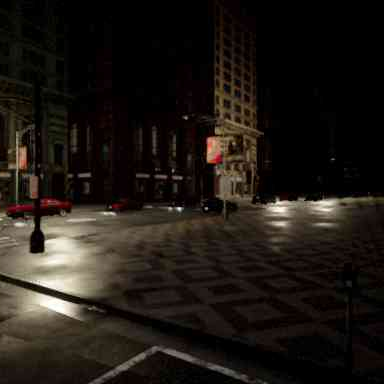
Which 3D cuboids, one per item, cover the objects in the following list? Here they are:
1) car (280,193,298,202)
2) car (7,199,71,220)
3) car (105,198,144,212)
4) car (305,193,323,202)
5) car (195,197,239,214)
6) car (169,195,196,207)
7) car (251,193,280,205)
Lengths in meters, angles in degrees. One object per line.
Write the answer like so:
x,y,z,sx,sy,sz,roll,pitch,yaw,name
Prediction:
16.127,0.846,55.661,1.882,1.535,5.008,0,1,35,car
-12.336,1.347,27.108,1.882,1.535,5.008,0,1,35,car
-6.955,1.315,34.647,1.994,1.385,4.181,0,1,36,car
20.553,0.896,56.098,1.994,1.385,4.181,0,1,35,car
2.609,1.248,30.926,1.812,1.442,4.674,0,1,35,car
-0.906,1.124,43.120,1.837,1.490,4.892,0,1,36,car
10.276,0.848,47.365,2.097,1.767,4.553,0,1,36,car
